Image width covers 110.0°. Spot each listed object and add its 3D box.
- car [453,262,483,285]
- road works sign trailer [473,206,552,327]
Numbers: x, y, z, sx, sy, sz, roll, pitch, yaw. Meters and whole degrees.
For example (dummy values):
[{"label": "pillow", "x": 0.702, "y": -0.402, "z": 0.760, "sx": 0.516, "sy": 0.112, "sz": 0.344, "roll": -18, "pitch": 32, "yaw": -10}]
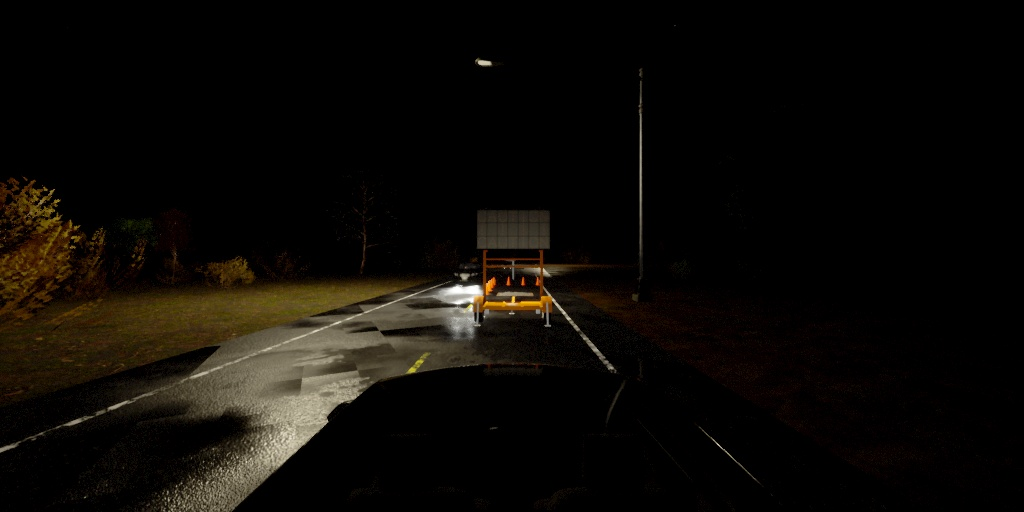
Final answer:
[{"label": "car", "x": -3.111, "y": 1.239, "z": 26.553, "sx": 2.128, "sy": 1.511, "sz": 4.902, "roll": 0, "pitch": 0, "yaw": 2}, {"label": "road works sign trailer", "x": 0.039, "y": 0.214, "z": 11.580, "sx": 2.380, "sy": 3.560, "sz": 2.880, "roll": 0, "pitch": 0, "yaw": 1}]
